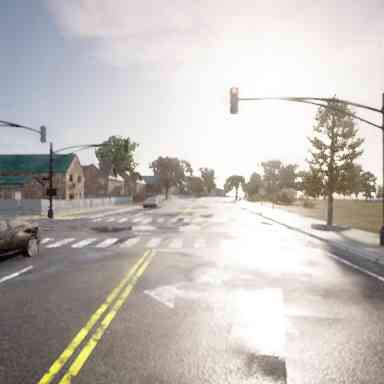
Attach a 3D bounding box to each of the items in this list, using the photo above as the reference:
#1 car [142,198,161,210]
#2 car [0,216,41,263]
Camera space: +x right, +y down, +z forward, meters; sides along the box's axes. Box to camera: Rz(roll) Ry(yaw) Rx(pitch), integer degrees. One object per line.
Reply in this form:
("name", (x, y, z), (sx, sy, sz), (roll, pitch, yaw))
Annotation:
("car", (-5.381, 1.543, 44.768), (1.882, 1.535, 5.008), (0, 0, 3))
("car", (-6.430, 1.490, 10.035), (1.882, 1.535, 5.008), (0, 0, 1))
